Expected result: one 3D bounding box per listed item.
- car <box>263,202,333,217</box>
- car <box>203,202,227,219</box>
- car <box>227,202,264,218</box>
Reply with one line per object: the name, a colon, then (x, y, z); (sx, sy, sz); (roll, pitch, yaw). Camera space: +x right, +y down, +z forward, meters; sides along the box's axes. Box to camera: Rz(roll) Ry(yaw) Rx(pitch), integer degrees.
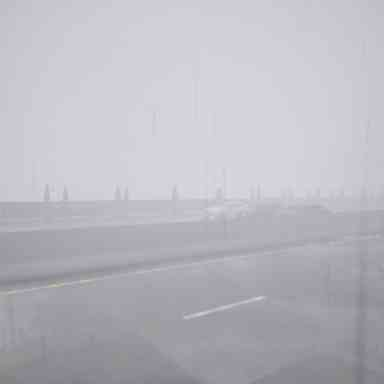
car: (7.243, 1.502, 21.790); (4.892, 1.490, 1.837); (0, 0, -34)
car: (3.063, 1.523, 27.412); (4.674, 1.442, 1.812); (0, 0, -34)
car: (5.271, 1.502, 24.681); (4.892, 1.490, 1.837); (0, 0, -34)
